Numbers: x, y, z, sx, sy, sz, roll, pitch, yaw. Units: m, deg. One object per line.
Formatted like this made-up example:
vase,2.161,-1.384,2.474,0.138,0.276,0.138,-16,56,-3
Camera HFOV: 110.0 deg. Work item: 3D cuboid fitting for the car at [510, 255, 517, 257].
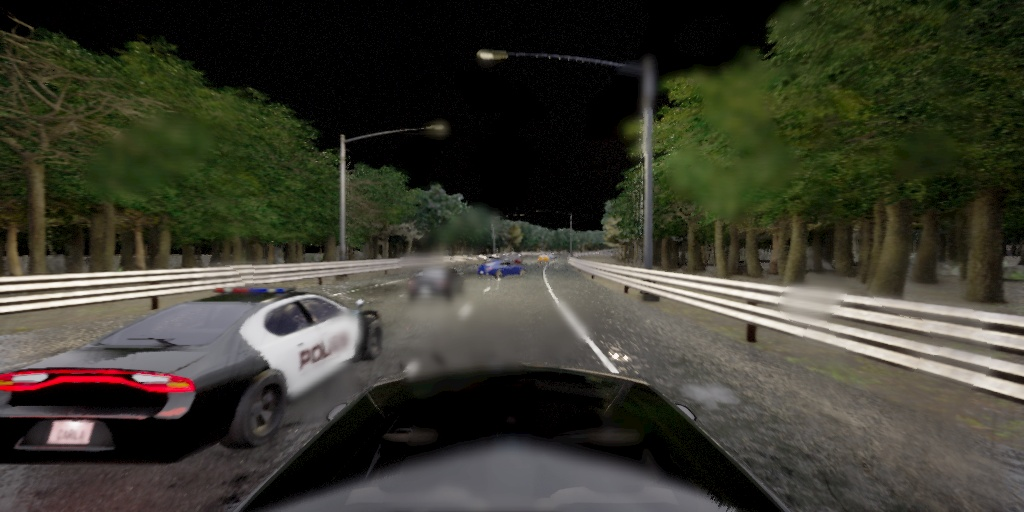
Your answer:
car,-0.817,0.815,48.607,1.837,1.490,4.892,0,1,7

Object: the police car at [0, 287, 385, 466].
police car,-3.498,1.219,5.279,2.038,1.542,4.974,0,0,0

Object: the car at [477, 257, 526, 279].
car,-0.787,1.057,29.157,1.812,1.442,4.674,1,1,41

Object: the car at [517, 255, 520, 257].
car,0.574,0.548,59.344,2.097,1.767,4.553,0,1,8

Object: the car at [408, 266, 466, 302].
car,-3.263,1.173,16.134,1.812,1.442,4.674,0,0,2
